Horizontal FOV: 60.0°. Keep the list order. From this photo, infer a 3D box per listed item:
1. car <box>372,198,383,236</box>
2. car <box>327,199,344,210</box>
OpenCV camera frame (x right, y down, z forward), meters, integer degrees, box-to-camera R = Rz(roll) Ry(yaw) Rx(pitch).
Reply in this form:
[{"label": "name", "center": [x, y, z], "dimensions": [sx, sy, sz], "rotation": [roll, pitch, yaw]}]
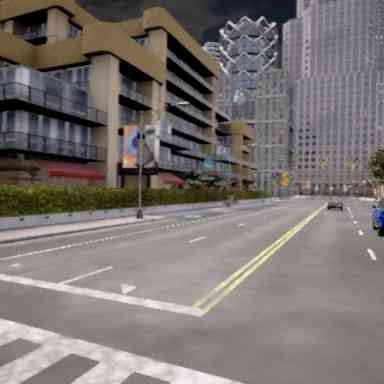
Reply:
[{"label": "car", "center": [11.497, 1.334, 18.608], "dimensions": [2.150, 2.045, 5.566], "rotation": [1, 0, 24]}, {"label": "car", "center": [19.025, 1.641, 44.161], "dimensions": [2.033, 1.411, 5.357], "rotation": [1, 0, 24]}]
